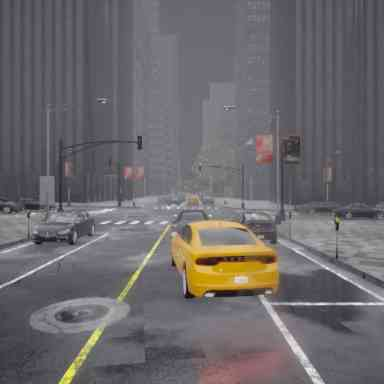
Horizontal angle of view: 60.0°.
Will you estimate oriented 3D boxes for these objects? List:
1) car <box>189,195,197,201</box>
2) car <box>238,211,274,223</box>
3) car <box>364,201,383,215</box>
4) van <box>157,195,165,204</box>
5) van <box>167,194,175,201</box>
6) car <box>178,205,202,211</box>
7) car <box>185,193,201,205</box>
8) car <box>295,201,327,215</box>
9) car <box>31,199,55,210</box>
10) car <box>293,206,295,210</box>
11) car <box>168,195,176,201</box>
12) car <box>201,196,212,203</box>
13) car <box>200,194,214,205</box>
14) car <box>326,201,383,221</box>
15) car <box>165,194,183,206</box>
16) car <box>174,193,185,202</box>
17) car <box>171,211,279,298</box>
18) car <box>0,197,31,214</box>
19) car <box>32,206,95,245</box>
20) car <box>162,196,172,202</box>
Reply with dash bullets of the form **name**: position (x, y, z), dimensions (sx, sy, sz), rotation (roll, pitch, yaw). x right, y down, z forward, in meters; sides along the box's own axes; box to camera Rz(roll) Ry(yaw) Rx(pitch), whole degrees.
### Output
- **car**: position (0.385, 1.578, 88.899), dimensions (2.033, 1.411, 5.357), rotation (0, 0, 0)
- **car**: position (2.749, 1.553, 15.445), dimensions (2.008, 1.369, 4.403), rotation (0, 0, 0)
- **car**: position (24.078, 1.983, 40.804), dimensions (4.902, 1.511, 2.128), rotation (1, 0, 0)
- **van**: position (-5.584, 1.364, 63.207), dimensions (1.690, 1.788, 3.998), rotation (0, 0, 0)
- **van**: position (-5.406, 1.377, 85.257), dimensions (1.690, 1.788, 3.998), rotation (0, 0, 0)
- **car**: position (0.036, 1.566, 16.133), dimensions (1.994, 1.385, 4.181), rotation (0, 0, 0)
- **car**: position (0.203, 1.497, 58.887), dimensions (1.882, 1.535, 5.008), rotation (0, 0, 1)
- **car**: position (14.720, 1.814, 37.575), dimensions (4.892, 1.490, 1.837), rotation (1, 0, 1)
- **car**: position (-16.575, 1.338, 34.209), dimensions (4.718, 1.301, 1.895), rotation (1, 0, 0)
- **car**: position (14.867, 1.844, 40.836), dimensions (4.674, 1.442, 1.812), rotation (1, 0, 2)
- **car**: position (-5.362, 1.584, 90.769), dimensions (1.887, 1.381, 4.507), rotation (0, 0, 0)
- **car**: position (2.985, 1.576, 68.653), dimensions (2.008, 1.369, 4.403), rotation (0, 0, 0)
- **car**: position (2.896, 1.570, 57.628), dimensions (2.008, 1.369, 4.403), rotation (0, 0, 0)
- **car**: position (15.548, 1.815, 30.873), dimensions (4.892, 1.490, 1.837), rotation (1, 0, 0)
- **car**: position (-2.955, 1.496, 55.284), dimensions (1.882, 1.535, 5.008), rotation (0, 0, 1)
- **car**: position (-2.852, 1.515, 64.859), dimensions (2.128, 1.511, 4.902), rotation (0, 0, 1)
- **car**: position (0.544, 1.479, 8.632), dimensions (1.882, 1.535, 5.008), rotation (0, 0, -9)
- **car**: position (-18.139, 1.208, 30.953), dimensions (4.892, 1.490, 1.837), rotation (1, 0, 0)
- **car**: position (-5.776, 1.553, 15.439), dimensions (2.008, 1.369, 4.403), rotation (0, 0, 0)
- **car**: position (-5.495, 1.595, 74.232), dimensions (1.947, 1.339, 4.313), rotation (0, 0, 0)
